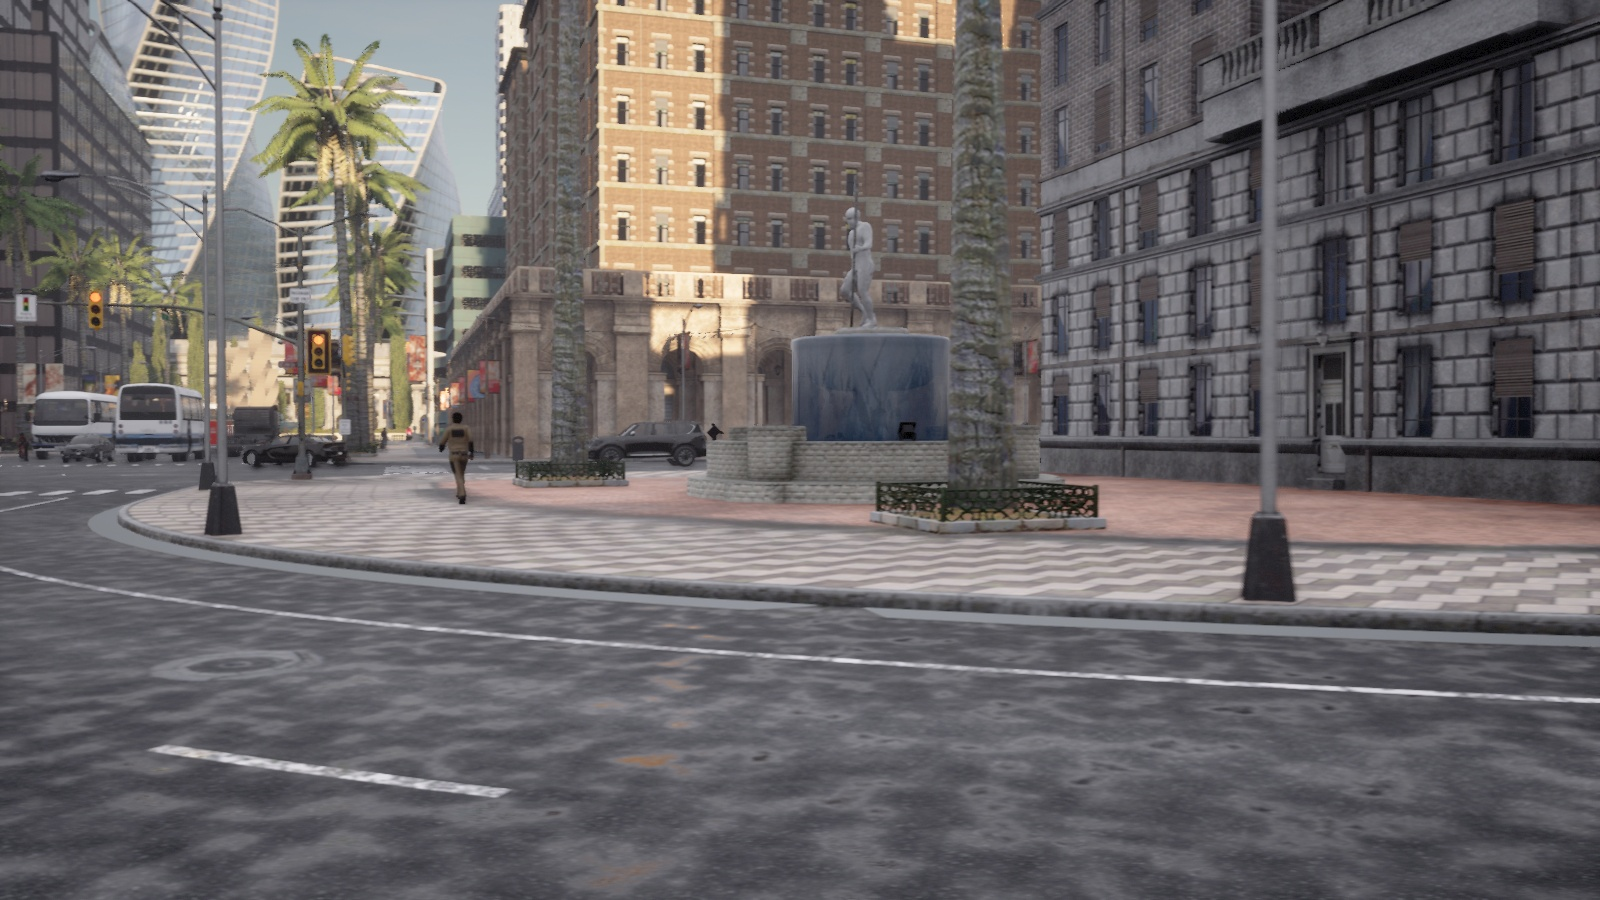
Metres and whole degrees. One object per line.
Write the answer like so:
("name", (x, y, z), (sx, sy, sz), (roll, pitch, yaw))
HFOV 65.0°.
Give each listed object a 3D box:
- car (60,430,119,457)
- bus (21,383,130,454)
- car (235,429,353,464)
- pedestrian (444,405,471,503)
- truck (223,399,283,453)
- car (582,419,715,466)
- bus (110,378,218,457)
("car", (-39.288, -0.385, 69.542), (1.837, 1.490, 4.892), (0, 1, -18))
("bus", (-46.628, -1.974, 81.227), (3.944, 4.253, 10.273), (0, 1, -18))
("car", (-23.503, -0.179, 58.367), (5.008, 1.535, 1.882), (0, 1, 17))
("pedestrian", (-6.831, 0.075, 25.056), (0.396, 1.930, 0.692), (0, 1, -26))
("truck", (-36.484, -1.581, 83.988), (2.891, 3.462, 7.936), (0, 1, -17))
("car", (-6.779, -0.336, 56.120), (5.566, 2.045, 2.150), (0, 1, -17))
("bus", (-36.670, -1.807, 72.901), (3.944, 4.253, 10.273), (0, 1, -17))
